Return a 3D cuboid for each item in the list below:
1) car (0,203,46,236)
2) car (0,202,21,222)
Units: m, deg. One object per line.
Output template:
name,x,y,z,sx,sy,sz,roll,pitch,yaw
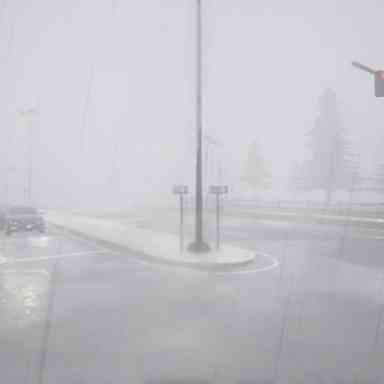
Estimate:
car,-9.624,1.506,18.798,1.837,1.490,4.892,0,0,-35
car,-15.342,1.565,27.053,1.994,1.385,4.181,0,0,-34
